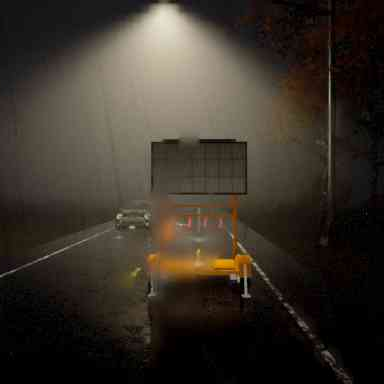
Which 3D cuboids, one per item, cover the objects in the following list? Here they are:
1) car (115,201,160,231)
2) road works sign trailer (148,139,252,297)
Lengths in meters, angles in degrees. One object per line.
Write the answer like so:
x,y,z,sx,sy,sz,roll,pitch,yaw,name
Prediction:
-3.239,1.345,20.456,2.097,1.767,4.553,0,0,1,car
0.181,0.462,8.519,2.380,3.560,2.880,0,0,1,road works sign trailer
